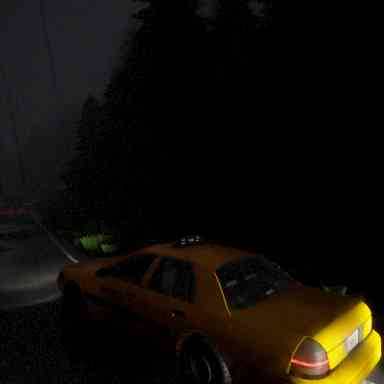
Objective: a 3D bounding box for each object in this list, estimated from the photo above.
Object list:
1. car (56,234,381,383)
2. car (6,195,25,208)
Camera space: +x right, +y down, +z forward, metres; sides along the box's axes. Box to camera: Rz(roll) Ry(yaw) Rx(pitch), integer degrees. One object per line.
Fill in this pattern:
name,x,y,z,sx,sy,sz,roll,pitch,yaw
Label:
car,-0.250,1.418,5.069,5.366,1.575,1.801,1,1,44
car,-21.186,1.060,40.015,2.128,1.511,4.902,-2,2,-27
